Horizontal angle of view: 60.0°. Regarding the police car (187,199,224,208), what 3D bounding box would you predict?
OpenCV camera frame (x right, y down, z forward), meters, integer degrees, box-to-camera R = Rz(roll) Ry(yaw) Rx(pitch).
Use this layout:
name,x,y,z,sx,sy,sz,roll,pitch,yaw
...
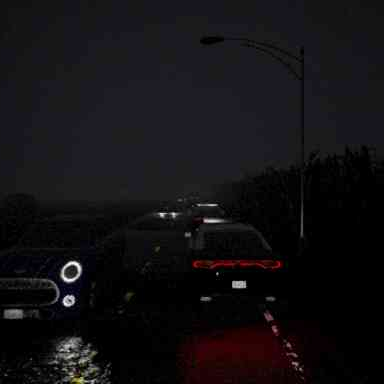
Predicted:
name,x,y,z,sx,sy,sz,roll,pitch,yaw
police car,0.849,1.425,18.445,1.930,1.638,5.238,0,0,0

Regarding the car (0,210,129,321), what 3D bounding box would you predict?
name,x,y,z,sx,sy,sz,roll,pitch,yaw
car,-2.841,1.354,7.544,2.097,1.767,4.553,0,0,0

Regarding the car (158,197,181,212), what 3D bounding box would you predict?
name,x,y,z,sx,sy,sz,roll,pitch,yaw
car,-2.699,1.547,38.289,1.994,1.385,4.181,0,0,0

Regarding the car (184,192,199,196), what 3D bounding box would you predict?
name,x,y,z,sx,sy,sz,roll,pitch,yaw
car,0.081,1.165,60.044,2.150,2.045,5.566,0,0,0

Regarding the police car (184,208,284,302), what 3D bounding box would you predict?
name,x,y,z,sx,sy,sz,roll,pitch,yaw
police car,0.835,1.428,8.446,1.930,1.638,5.238,0,0,0

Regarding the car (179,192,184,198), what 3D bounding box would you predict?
name,x,y,z,sx,sy,sz,roll,pitch,yaw
car,-2.622,1.047,94.560,2.150,2.045,5.566,0,0,0

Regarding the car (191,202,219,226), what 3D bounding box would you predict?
name,x,y,z,sx,sy,sz,roll,pitch,yaw
car,0.857,1.522,24.335,1.812,1.442,4.674,0,0,0

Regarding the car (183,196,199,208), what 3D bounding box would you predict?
name,x,y,z,sx,sy,sz,roll,pitch,yaw
car,0.107,1.573,46.079,1.895,1.301,4.718,0,0,1
